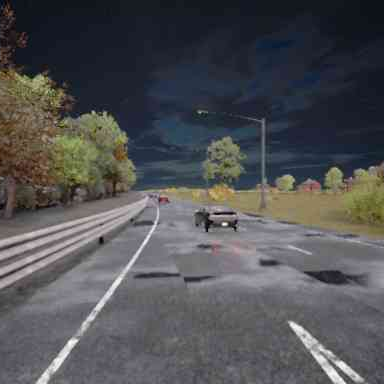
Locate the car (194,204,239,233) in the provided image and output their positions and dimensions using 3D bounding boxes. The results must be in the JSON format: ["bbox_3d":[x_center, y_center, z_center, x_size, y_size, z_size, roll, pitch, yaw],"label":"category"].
[{"bbox_3d":[1.308,1.453,19.498,2.128,1.511,4.902,0,0,-9],"label":"car"}]

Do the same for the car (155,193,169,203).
[{"bbox_3d":[-5.457,1.264,62.368,1.882,1.535,5.008,0,0,-9],"label":"car"}]
